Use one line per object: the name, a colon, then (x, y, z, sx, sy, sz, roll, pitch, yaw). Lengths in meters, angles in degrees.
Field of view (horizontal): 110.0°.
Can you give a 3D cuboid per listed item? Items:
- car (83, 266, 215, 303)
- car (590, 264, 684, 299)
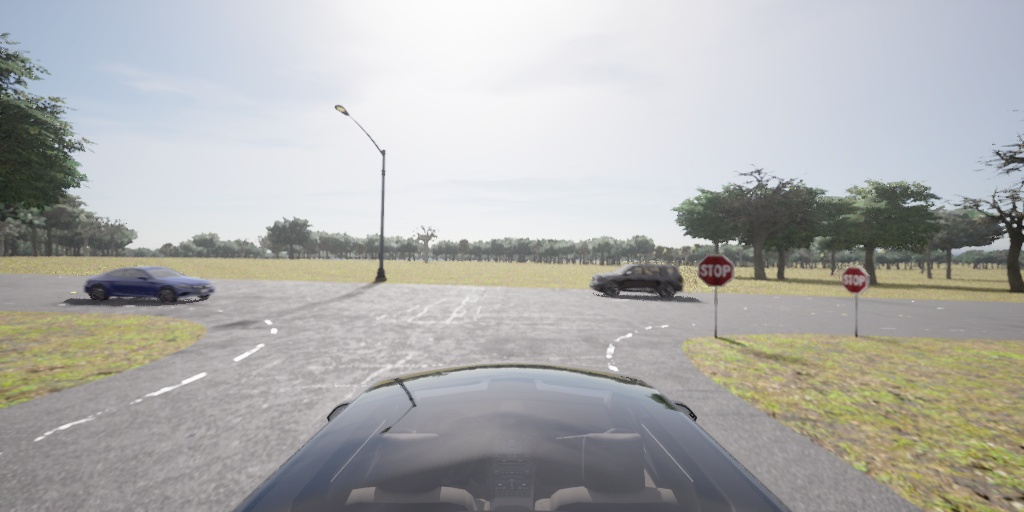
car: (-15.715, 1.191, 15.618, 4.674, 1.442, 1.812, 2, 0, 0)
car: (7.791, 1.515, 22.527, 5.566, 2.045, 2.150, 2, 0, 0)
